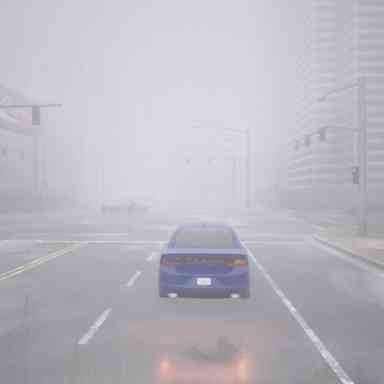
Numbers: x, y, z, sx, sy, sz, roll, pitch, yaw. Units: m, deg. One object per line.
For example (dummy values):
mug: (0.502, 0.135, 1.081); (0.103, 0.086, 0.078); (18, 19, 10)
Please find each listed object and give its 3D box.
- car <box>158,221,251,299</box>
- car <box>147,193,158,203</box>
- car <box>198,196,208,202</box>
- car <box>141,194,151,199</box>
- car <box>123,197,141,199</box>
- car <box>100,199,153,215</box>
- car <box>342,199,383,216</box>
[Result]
car: (0.313, 1.478, 8.536); (1.882, 1.535, 5.008); (0, 0, 2)
car: (-8.329, 1.227, 67.624); (2.150, 2.045, 5.566); (0, 0, 2)
car: (2.386, 1.531, 73.079); (1.812, 1.442, 4.674); (0, 0, 2)
car: (-8.740, 1.530, 57.358); (1.812, 1.442, 4.674); (0, 0, 2)
car: (-9.078, 1.509, 47.322); (1.837, 1.490, 4.892); (0, 0, 2)
car: (-6.652, 1.603, 33.098); (4.718, 1.301, 1.895); (0, 0, 2)
car: (17.238, 1.505, 32.437); (4.892, 1.490, 1.837); (-1, 0, 2)
